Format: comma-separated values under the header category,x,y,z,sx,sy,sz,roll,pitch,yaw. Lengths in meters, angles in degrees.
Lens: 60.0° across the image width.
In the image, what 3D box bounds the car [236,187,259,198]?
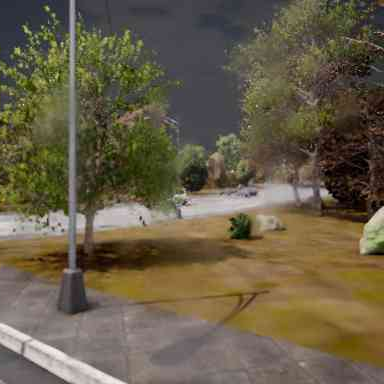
category,x,y,z,sx,sy,sz,roll,pitch,yaw
car,9.085,0.012,54.546,2.097,1.767,4.553,0,3,38

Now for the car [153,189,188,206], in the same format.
category,x,y,z,sx,sy,sz,roll,pitch,yaw
car,-2.831,0.737,39.647,2.150,2.045,5.566,0,2,38

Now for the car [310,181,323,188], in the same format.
category,x,y,z,sx,sy,sz,roll,pitch,yaw
car,32.349,-1.674,84.488,2.033,1.411,5.357,0,3,8

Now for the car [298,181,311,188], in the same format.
category,x,y,z,sx,sy,sz,roll,pitch,yaw
car,29.143,-1.921,86.366,2.097,1.767,4.553,0,3,8
